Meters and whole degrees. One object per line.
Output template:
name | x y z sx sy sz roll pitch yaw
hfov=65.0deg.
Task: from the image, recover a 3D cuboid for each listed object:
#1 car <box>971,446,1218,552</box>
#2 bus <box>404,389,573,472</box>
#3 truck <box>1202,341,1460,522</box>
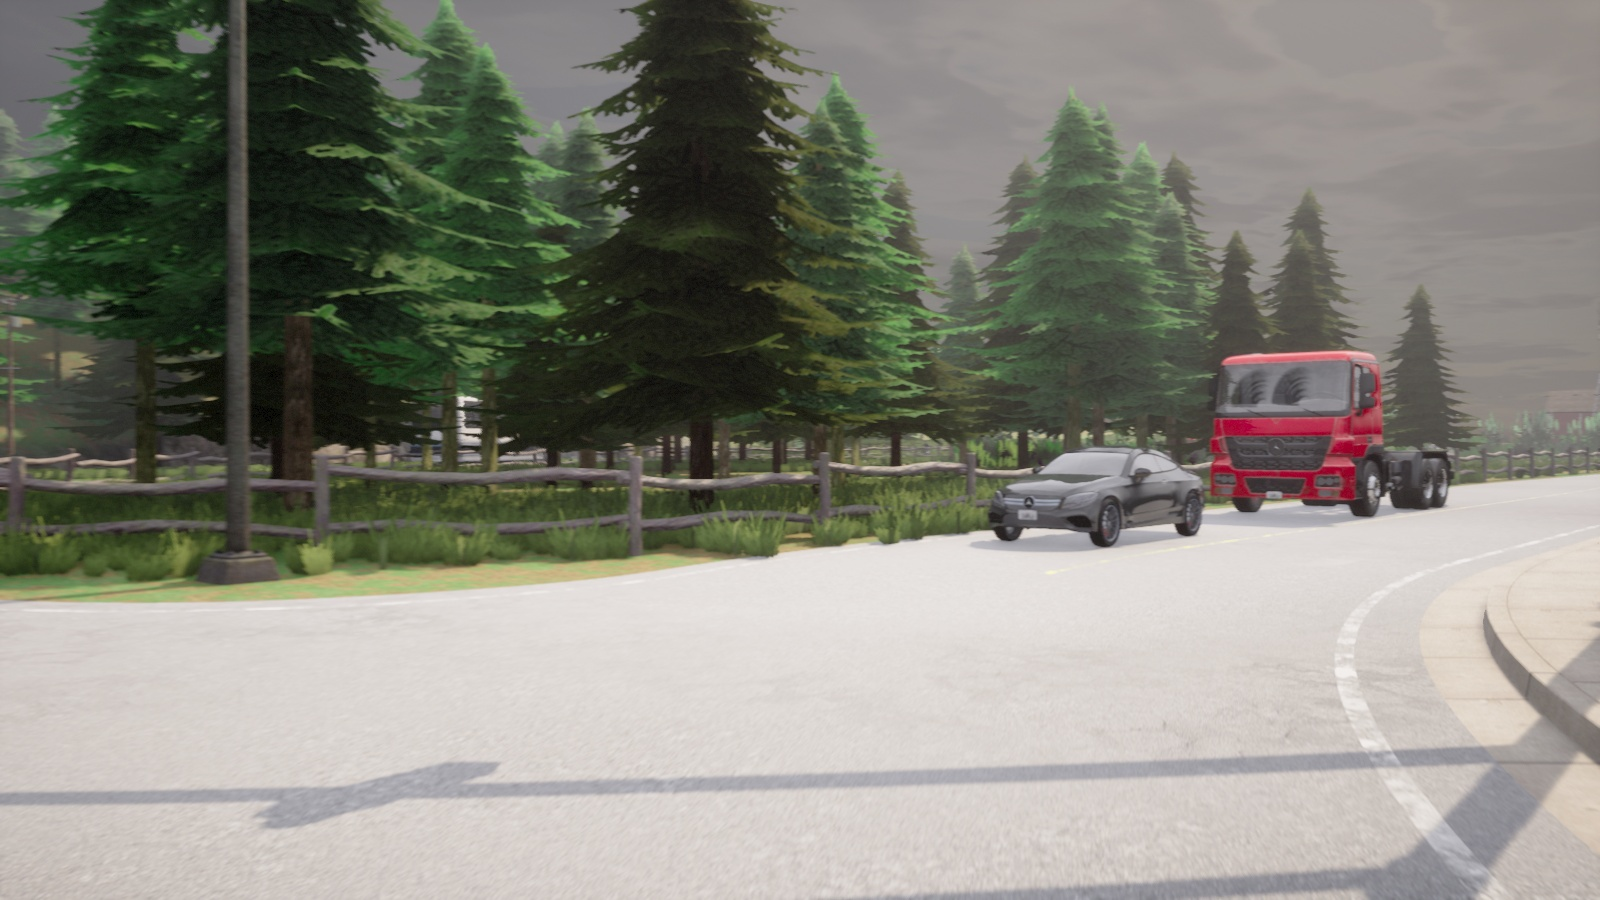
car | 4.721 0.671 19.637 1.812 1.442 4.674 0 0 41
bus | -17.078 -1.036 69.986 3.944 4.253 10.273 0 0 21
truck | 12.002 -0.369 27.899 2.891 3.462 7.936 0 0 41
